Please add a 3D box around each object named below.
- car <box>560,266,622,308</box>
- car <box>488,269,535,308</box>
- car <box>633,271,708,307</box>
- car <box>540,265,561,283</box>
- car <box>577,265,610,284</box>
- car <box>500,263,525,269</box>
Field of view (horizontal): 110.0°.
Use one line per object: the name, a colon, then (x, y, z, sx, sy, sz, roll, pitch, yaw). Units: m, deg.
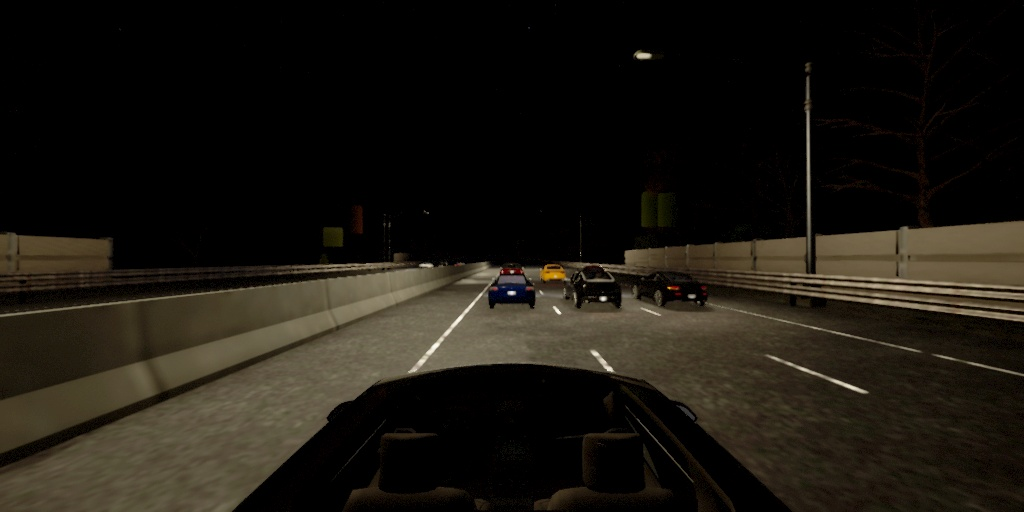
car: (3.507, 1.393, 16.161, 1.837, 1.490, 4.892, 0, 0, 0)
car: (0.005, 1.451, 16.195, 1.994, 1.385, 4.181, 0, 0, 0)
car: (7.008, 1.412, 16.239, 1.812, 1.442, 4.674, 0, 0, 0)
car: (3.511, 1.506, 31.323, 1.882, 1.535, 5.008, 0, 0, 0)
car: (7.010, 1.553, 31.214, 1.812, 1.442, 4.674, 0, 0, 0)
car: (0.007, 1.374, 30.920, 2.097, 1.767, 4.553, 0, -1, 0)
